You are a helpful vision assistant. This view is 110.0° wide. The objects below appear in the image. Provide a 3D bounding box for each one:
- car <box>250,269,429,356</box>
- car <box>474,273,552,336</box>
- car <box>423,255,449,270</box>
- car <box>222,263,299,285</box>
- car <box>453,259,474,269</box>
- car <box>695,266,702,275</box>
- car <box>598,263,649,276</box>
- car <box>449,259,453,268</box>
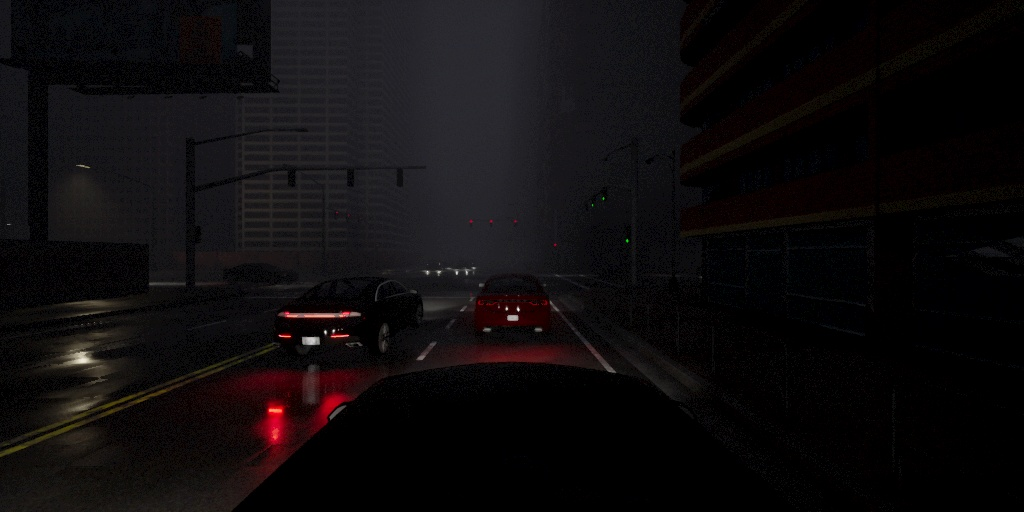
[{"bbox_3d":[-3.475,1.242,8.573,2.128,1.511,4.902,0,0,-1],"label":"car"},{"bbox_3d":[0.014,1.228,10.461,1.882,1.535,5.008,0,0,0],"label":"car"},{"bbox_3d":[-10.952,1.102,51.728,2.097,1.767,4.553,0,0,0],"label":"car"},{"bbox_3d":[-17.808,1.228,25.521,5.008,1.535,1.882,0,0,6],"label":"car"},{"bbox_3d":[-7.477,1.255,55.636,1.837,1.490,4.892,0,0,0],"label":"car"},{"bbox_3d":[21.460,1.228,36.714,5.008,1.535,1.882,0,0,0],"label":"car"},{"bbox_3d":[11.333,1.351,36.766,4.718,1.301,1.895,0,0,2],"label":"car"},{"bbox_3d":[-10.998,1.297,61.927,2.033,1.411,5.357,0,0,0],"label":"car"}]
